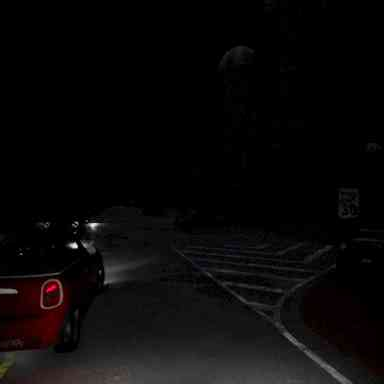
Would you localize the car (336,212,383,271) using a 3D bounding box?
[{"bbox_3d":[6.445,1.644,11.097,3.866,1.878,1.905,2,-2,-43],"label":"car"}]

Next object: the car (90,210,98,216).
[{"bbox_3d":[-11.243,2.624,36.309,2.033,1.411,5.357,0,-2,-12],"label":"car"}]

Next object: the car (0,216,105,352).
[{"bbox_3d":[-2.992,1.513,6.423,2.097,1.767,4.553,0,-2,-9],"label":"car"}]

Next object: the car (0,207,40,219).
[{"bbox_3d":[-5.884,1.497,10.383,2.150,2.045,5.566,0,-2,-19],"label":"car"}]

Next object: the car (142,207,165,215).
[{"bbox_3d":[-6.888,3.319,59.191,4.181,1.381,1.994,0,-2,-13],"label":"car"}]

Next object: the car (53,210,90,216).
[{"bbox_3d":[-8.027,1.965,21.244,2.097,1.767,4.553,0,-2,-12],"label":"car"}]

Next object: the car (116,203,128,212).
[{"bbox_3d":[-17.195,3.636,80.513,2.150,2.045,5.566,0,-2,-12],"label":"car"}]

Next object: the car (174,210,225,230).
[{"bbox_3d":[0.576,2.264,27.051,3.988,1.617,1.851,0,-2,-13],"label":"car"}]
